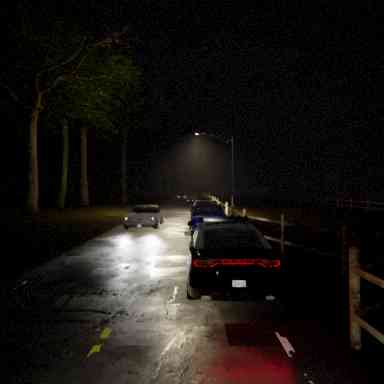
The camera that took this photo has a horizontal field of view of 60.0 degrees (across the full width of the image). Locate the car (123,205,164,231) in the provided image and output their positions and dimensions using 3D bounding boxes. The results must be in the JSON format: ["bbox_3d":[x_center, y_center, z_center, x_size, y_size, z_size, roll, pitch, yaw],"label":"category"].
[{"bbox_3d":[-2.822,1.483,20.075,1.895,1.301,4.718,0,1,0],"label":"car"}]

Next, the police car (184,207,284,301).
[{"bbox_3d":[0.838,1.403,8.470,1.930,1.638,5.238,0,0,0],"label":"police car"}]

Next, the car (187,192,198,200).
[{"bbox_3d":[0.089,0.797,64.004,1.994,1.385,4.181,0,1,0],"label":"car"}]

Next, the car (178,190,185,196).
[{"bbox_3d":[-2.631,0.289,86.719,1.882,1.535,5.008,0,1,0],"label":"car"}]

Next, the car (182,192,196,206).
[{"bbox_3d":[0.084,1.095,45.000,2.033,1.411,5.357,0,1,1],"label":"car"}]

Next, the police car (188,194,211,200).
[{"bbox_3d":[0.860,1.252,24.473,1.930,1.638,5.238,0,1,0],"label":"police car"}]

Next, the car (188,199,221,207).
[{"bbox_3d":[0.851,1.378,18.361,1.882,1.535,5.008,0,1,0],"label":"car"}]
